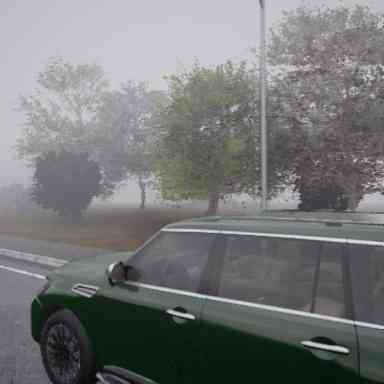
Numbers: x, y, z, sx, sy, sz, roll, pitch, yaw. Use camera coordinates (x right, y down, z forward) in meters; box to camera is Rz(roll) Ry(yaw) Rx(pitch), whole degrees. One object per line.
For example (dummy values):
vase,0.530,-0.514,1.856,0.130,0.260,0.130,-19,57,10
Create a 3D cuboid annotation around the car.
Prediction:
car,0.593,1.219,3.541,5.566,2.045,2.150,0,0,35
